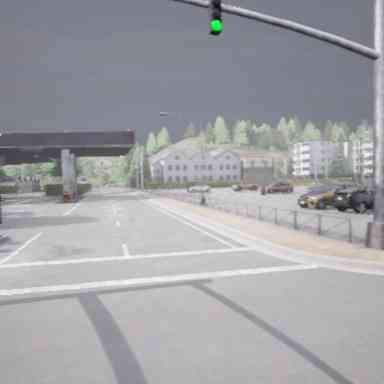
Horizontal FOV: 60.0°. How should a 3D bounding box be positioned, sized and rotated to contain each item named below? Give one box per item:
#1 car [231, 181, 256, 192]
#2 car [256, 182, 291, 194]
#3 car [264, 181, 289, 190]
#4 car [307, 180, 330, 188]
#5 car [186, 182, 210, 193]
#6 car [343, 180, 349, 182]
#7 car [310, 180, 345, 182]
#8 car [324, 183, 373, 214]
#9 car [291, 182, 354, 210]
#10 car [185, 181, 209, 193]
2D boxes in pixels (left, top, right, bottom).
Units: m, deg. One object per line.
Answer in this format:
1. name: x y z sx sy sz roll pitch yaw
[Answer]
1. car: 9.268 -1.053 58.261 4.605 1.855 1.932 -2 2 -15
2. car: 11.750 -0.503 46.044 4.514 1.523 2.007 -2 2 -15
3. car: 17.188 -1.334 67.515 4.514 1.523 2.007 -2 2 -15
4. car: 24.933 -1.514 65.757 3.806 1.475 1.970 -2 2 -15
5. car: 1.085 -0.535 56.085 3.806 1.475 1.970 -2 2 -15
6. car: 26.875 -1.433 59.632 5.027 1.636 2.152 -2 2 -15
7. car: 14.249 -0.216 36.373 3.633 1.501 1.845 -2 2 -15
8. car: 10.688 0.427 19.957 4.514 1.523 2.007 -2 2 -15
9. car: 9.840 0.336 22.977 5.027 1.636 2.152 -2 2 -15
10. car: 0.825 -0.925 59.445 3.866 1.878 1.905 -2 2 -15
